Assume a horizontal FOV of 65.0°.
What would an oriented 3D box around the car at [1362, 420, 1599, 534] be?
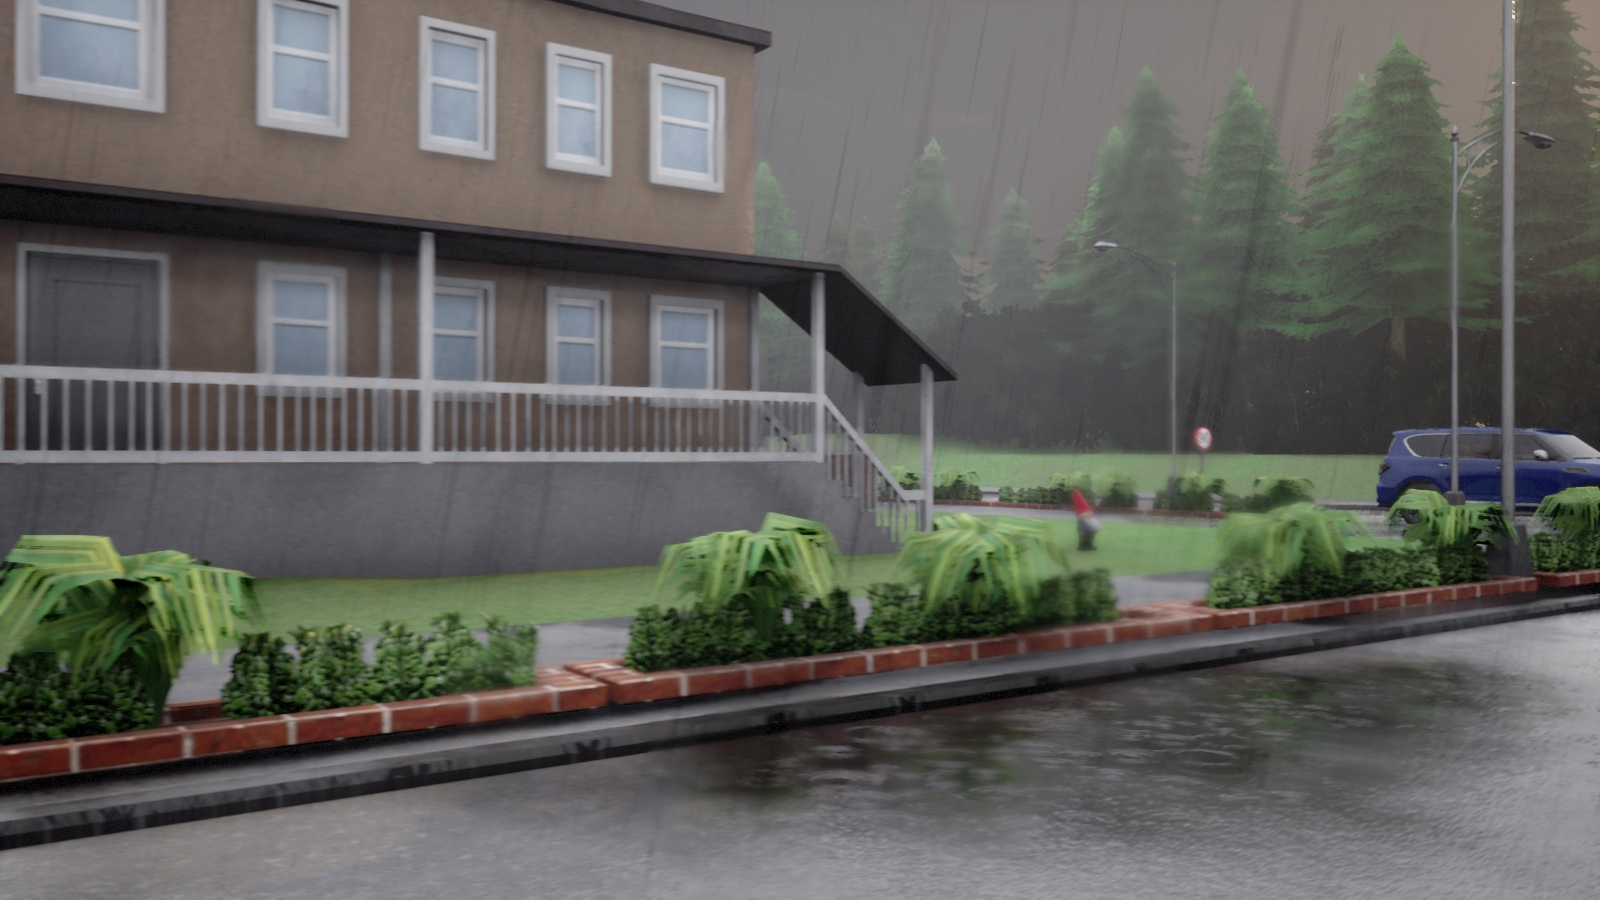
[{"bbox_3d":[14.259,0.494,24.687,2.150,2.045,5.566,0,0,-35],"label":"car"}]
